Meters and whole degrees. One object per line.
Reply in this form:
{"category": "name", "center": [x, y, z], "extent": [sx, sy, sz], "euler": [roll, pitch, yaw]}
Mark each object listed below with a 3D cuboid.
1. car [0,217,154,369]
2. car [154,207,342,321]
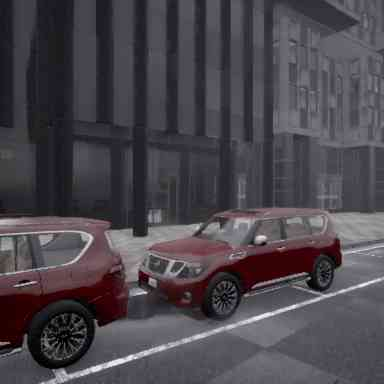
{"category": "car", "center": [-3.263, 1.315, 4.206], "extent": [5.009, 1.841, 2.192], "euler": [0, 0, -35]}
{"category": "car", "center": [1.334, 1.314, 7.473], "extent": [5.009, 1.841, 2.192], "euler": [0, 0, -35]}
